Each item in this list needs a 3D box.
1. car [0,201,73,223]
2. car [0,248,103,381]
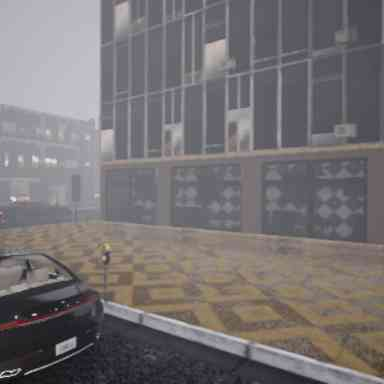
[{"bbox_3d":[-11.436,1.362,24.074,2.033,1.411,5.357,1,1,39],"label":"car"},{"bbox_3d":[-3.244,1.563,5.140,4.403,1.369,2.008,0,0,35],"label":"car"}]
